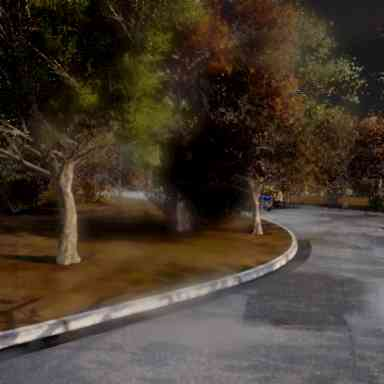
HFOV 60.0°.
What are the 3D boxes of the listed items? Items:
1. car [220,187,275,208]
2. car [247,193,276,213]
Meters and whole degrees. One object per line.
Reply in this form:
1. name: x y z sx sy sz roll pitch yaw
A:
1. car: 4.380 0.357 26.908 1.994 1.385 4.181 0 3 -34
2. car: 3.373 0.432 22.411 1.882 1.535 5.008 0 3 -34
